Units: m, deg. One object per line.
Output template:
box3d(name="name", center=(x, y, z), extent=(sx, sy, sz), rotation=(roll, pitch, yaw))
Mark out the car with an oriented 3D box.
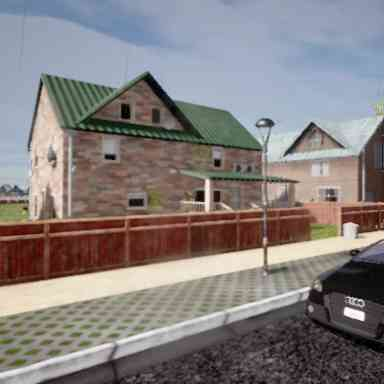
box3d(name="car", center=(3.915, 1.535, 5.861), extent=(4.181, 1.385, 1.994), rotation=(0, 0, -35))
